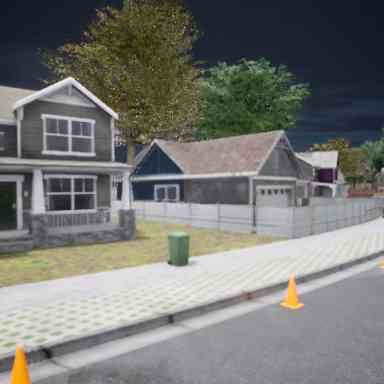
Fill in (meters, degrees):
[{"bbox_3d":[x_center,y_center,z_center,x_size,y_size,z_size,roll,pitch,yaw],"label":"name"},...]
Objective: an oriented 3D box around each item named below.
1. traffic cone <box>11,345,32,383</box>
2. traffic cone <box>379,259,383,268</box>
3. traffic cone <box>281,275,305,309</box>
[{"bbox_3d":[-1.871,1.971,3.638,0.340,0.580,0.340,0,0,-36],"label":"traffic cone"},{"bbox_3d":[5.726,1.930,9.771,0.340,0.580,0.340,0,0,-42],"label":"traffic cone"},{"bbox_3d":[2.000,1.955,6.615,0.340,0.580,0.340,0,0,-39],"label":"traffic cone"}]
